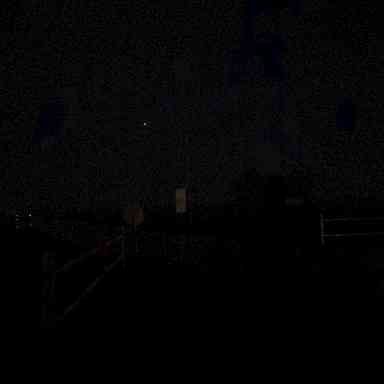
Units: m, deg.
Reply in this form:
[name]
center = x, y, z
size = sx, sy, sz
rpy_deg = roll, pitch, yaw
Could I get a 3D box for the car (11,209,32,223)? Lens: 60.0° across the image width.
[car]
center = -23.813, 3.234, 46.321
size = 2.097, 1.767, 4.553
rpy_deg = -2, -1, -36
